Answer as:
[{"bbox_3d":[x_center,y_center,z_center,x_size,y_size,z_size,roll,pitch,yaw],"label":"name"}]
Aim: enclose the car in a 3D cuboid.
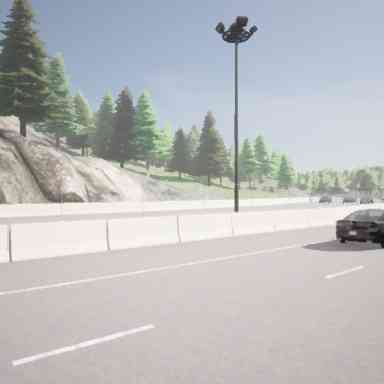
[{"bbox_3d":[8.291,1.485,14.801,5.008,1.535,1.882,0,0,-40],"label":"car"}]
